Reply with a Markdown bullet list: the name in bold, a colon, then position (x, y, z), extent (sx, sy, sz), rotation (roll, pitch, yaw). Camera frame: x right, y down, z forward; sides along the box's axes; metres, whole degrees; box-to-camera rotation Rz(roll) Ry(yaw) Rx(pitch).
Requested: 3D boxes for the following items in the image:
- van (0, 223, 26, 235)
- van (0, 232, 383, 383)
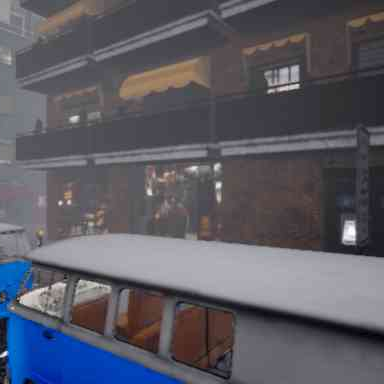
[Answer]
- **van**: position (-4.590, 1.402, 6.105), extent (3.998, 1.788, 1.690), rotation (-1, 0, 35)
- **van**: position (-0.016, 1.352, 2.870), extent (3.998, 1.788, 1.690), rotation (-1, 0, 35)
